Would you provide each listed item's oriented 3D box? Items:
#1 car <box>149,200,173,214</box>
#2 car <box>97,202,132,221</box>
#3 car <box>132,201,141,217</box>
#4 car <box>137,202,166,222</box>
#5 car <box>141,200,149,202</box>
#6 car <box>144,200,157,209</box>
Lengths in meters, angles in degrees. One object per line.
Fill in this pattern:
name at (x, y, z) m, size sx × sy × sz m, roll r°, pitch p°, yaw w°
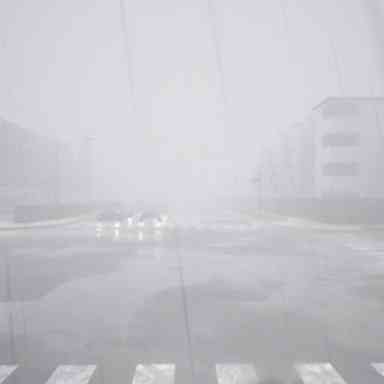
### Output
car at (-3.848, 1.998, 41.942) m, size 2.128 × 1.511 × 4.902 m, roll 0°, pitch -1°, yaw -1°
car at (-7.245, 1.724, 30.774) m, size 2.097 × 1.767 × 4.553 m, roll 0°, pitch -1°, yaw -1°
car at (-7.197, 1.970, 36.762) m, size 1.812 × 1.442 × 4.674 m, roll 0°, pitch -1°, yaw -1°
car at (-3.699, 1.898, 30.782) m, size 1.812 × 1.442 × 4.674 m, roll 0°, pitch -1°, yaw -2°
car at (-7.406, 2.065, 47.694) m, size 2.128 × 1.511 × 4.902 m, roll 0°, pitch 0°, yaw -1°
car at (-7.631, 2.228, 60.975) m, size 2.128 × 1.511 × 4.902 m, roll 0°, pitch -1°, yaw -4°
